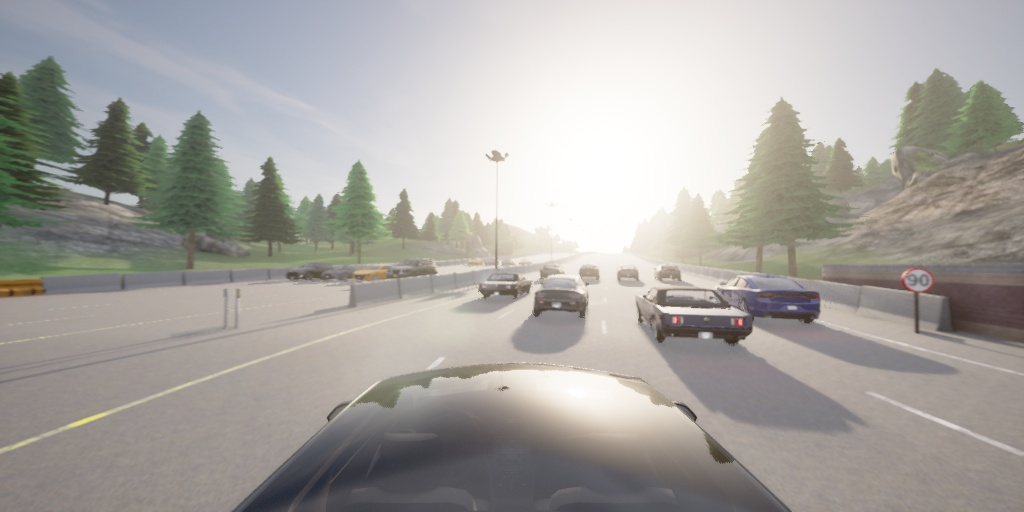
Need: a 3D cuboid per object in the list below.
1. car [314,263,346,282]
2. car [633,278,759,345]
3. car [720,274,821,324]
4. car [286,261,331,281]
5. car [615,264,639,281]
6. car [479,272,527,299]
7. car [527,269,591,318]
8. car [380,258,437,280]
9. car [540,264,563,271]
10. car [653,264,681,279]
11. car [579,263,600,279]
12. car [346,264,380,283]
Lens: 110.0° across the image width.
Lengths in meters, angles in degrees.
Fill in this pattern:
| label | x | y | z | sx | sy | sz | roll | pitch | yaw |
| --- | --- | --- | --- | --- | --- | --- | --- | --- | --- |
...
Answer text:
| label | x | y | z | sx | sy | sz | roll | pitch | yaw |
| --- | --- | --- | --- | --- | --- | --- | --- | --- | --- |
| car | -15.146 | 1.552 | 32.334 | 1.994 | 1.385 | 4.181 | 0 | 0 | 15 |
| car | 4.682 | 1.490 | 10.054 | 1.895 | 1.301 | 4.718 | 0 | -1 | 11 |
| car | 8.940 | 1.406 | 13.077 | 1.882 | 1.535 | 5.008 | 0 | 0 | 14 |
| car | -18.511 | 1.340 | 33.298 | 2.097 | 1.767 | 4.553 | 0 | 0 | 15 |
| car | 10.777 | 1.488 | 33.623 | 2.128 | 1.511 | 4.902 | 0 | 0 | 15 |
| car | -0.186 | 1.556 | 19.715 | 1.895 | 1.301 | 4.718 | 0 | 0 | 15 |
| car | 1.998 | 1.446 | 14.007 | 1.812 | 1.442 | 4.674 | 0 | 0 | 13 |
| car | -8.378 | 1.211 | 30.552 | 2.150 | 2.045 | 5.566 | 0 | 0 | 15 |
| car | 3.931 | 1.487 | 35.118 | 2.128 | 1.511 | 4.902 | 0 | 0 | 15 |
| car | 14.214 | 1.502 | 32.925 | 1.837 | 1.490 | 4.892 | 0 | 0 | 15 |
| car | 7.771 | 1.471 | 35.918 | 1.882 | 1.535 | 5.008 | 0 | 0 | 15 |
| car | -11.756 | 1.466 | 31.463 | 1.882 | 1.535 | 5.008 | 0 | 0 | 15 |
